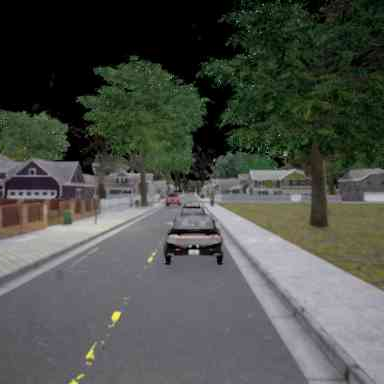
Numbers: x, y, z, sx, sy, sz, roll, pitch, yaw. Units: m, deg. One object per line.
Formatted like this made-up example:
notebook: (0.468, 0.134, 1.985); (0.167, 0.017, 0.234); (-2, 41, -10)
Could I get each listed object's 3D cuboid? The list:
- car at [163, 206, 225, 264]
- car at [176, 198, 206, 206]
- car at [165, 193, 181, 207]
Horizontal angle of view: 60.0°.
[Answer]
car: (0.068, 1.479, 11.777); (2.128, 1.511, 4.902); (0, 0, 0)
car: (0.071, 1.463, 27.058); (2.128, 1.511, 4.902); (0, 0, 0)
car: (-2.810, 1.167, 50.751); (2.150, 2.045, 5.566); (0, 0, 0)
